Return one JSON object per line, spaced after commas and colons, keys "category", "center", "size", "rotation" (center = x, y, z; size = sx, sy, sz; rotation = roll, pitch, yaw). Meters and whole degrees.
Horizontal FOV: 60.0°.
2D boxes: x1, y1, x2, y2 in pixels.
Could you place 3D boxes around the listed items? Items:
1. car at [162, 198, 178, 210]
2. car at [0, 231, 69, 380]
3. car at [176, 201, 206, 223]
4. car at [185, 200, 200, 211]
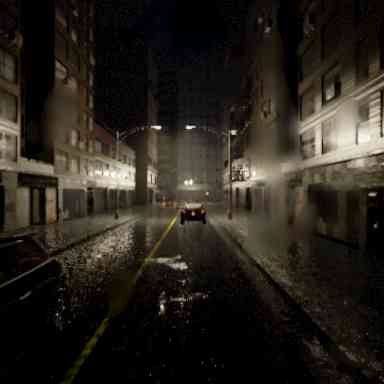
{"category": "car", "center": [-3.087, 1.616, 47.511], "size": [2.097, 1.767, 4.553], "rotation": [0, 0, 0]}
{"category": "car", "center": [-3.101, 1.371, 3.667], "size": [2.097, 1.767, 4.553], "rotation": [0, 0, 0]}
{"category": "car", "center": [0.097, 1.649, 26.736], "size": [2.163, 1.488, 4.792], "rotation": [0, 0, 0]}
{"category": "car", "center": [0.091, 1.853, 45.429], "size": [1.895, 1.301, 4.718], "rotation": [0, 0, 0]}
